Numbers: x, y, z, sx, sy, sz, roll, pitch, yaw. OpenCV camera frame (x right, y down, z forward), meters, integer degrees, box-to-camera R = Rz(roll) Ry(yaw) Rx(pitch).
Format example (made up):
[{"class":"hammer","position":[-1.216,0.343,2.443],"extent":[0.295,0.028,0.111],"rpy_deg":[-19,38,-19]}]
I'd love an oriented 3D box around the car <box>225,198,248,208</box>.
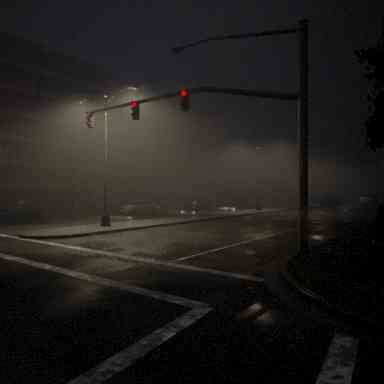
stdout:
[{"class":"car","position":[6.616,1.564,49.394],"extent":[1.994,1.385,4.181],"rpy_deg":[0,0,35]}]

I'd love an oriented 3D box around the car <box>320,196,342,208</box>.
[{"class":"car","position":[20.128,1.352,48.132],"extent":[2.097,1.767,4.553],"rpy_deg":[0,0,36]}]

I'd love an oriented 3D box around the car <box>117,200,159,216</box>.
[{"class":"car","position":[-5.251,1.526,33.050],"extent":[1.812,1.442,4.674],"rpy_deg":[0,0,36]}]

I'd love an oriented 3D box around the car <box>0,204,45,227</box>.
[{"class":"car","position":[-12.481,1.564,23.083],"extent":[1.994,1.385,4.181],"rpy_deg":[0,0,36]}]

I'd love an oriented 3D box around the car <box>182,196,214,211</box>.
[{"class":"car","position":[0.777,1.352,41.362],"extent":[2.097,1.767,4.553],"rpy_deg":[0,0,36]}]

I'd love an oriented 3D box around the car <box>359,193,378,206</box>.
[{"class":"car","position":[28.732,1.221,54.038],"extent":[2.150,2.045,5.566],"rpy_deg":[0,0,36]}]
